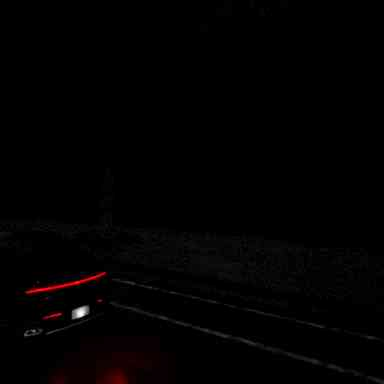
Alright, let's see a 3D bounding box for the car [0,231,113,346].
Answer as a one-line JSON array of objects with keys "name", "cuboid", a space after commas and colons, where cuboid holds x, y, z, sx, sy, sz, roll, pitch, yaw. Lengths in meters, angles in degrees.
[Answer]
[{"name": "car", "cuboid": [-3.588, 1.496, 6.242, 4.892, 1.490, 1.837, 0, 0, 36]}]
